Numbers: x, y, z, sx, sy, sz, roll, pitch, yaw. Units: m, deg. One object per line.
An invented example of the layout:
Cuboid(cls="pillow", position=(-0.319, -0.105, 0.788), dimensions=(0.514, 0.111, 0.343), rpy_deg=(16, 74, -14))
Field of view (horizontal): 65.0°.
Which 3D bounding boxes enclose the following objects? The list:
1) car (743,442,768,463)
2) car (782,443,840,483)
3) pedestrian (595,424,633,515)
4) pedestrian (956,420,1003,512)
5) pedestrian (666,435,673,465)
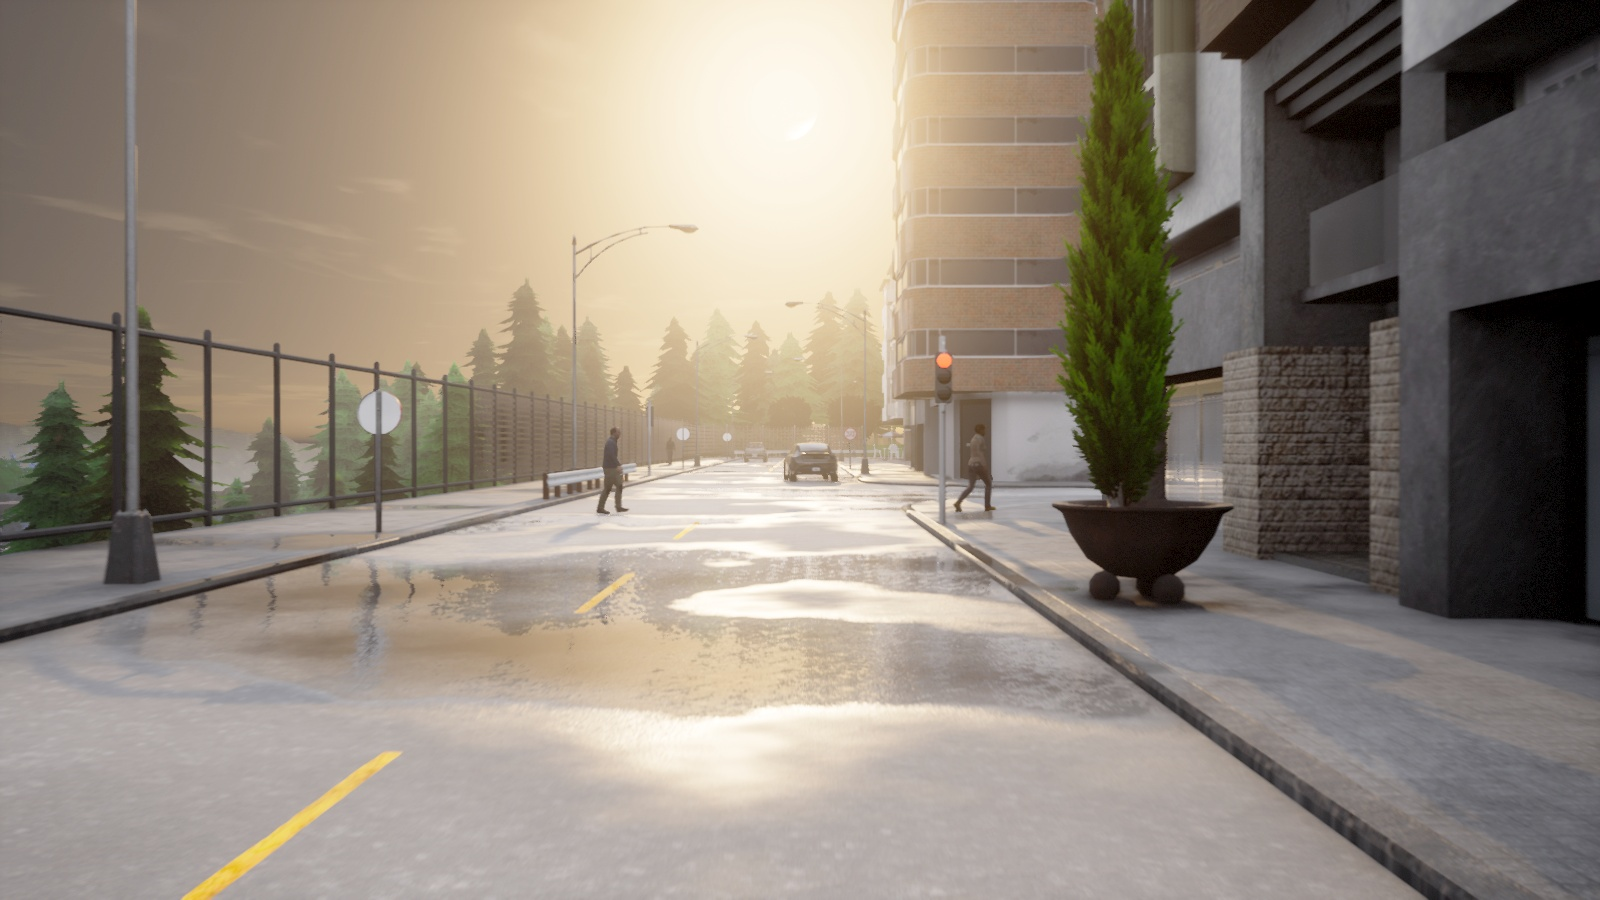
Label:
Cuboid(cls="car", position=(-3.419, 0.182, 96.339), dimensions=(1.789, 1.549, 3.705), rpy_deg=(0, 0, 0))
Cuboid(cls="car", position=(0.390, 0.470, 49.906), dimensions=(1.837, 1.490, 4.892), rpy_deg=(0, 0, -5))
Cuboid(cls="pedestrian", position=(-3.790, 0.385, 25.611), dimensions=(0.726, 1.842, 0.402), rpy_deg=(0, 0, 0))
Cuboid(cls="pedestrian", position=(3.584, 0.318, 25.029), dimensions=(0.869, 1.805, 0.328), rpy_deg=(0, 0, -20))
Cuboid(cls="pedestrian", position=(-8.148, 0.007, 78.542), dimensions=(0.353, 1.847, 0.614), rpy_deg=(0, 0, -1))
